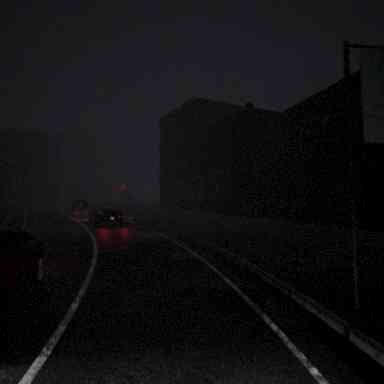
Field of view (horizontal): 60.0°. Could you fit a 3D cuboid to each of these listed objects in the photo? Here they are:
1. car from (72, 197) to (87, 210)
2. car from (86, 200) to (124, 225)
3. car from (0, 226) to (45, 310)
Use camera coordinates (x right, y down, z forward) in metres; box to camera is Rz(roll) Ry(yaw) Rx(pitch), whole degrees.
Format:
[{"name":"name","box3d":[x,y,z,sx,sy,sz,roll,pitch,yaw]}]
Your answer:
[{"name":"car","box3d":[-13.342,1.315,39.772,2.128,1.511,4.902,1,0,-21]},{"name":"car","box3d":[-6.063,1.482,23.465,1.812,1.442,4.674,2,0,-24]},{"name":"car","box3d":[-4.344,1.456,6.510,1.882,1.535,5.008,1,0,-10]}]
